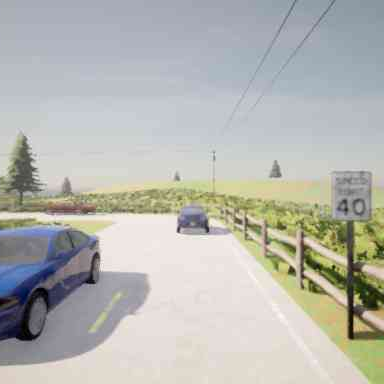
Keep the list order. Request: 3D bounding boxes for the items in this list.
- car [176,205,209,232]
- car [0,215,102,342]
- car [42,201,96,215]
[{"bbox_3d":[0.050,1.506,19.697,1.812,1.442,4.674,0,0,0],"label":"car"},{"bbox_3d":[-3.286,1.472,6.732,1.882,1.535,5.008,0,0,0],"label":"car"},{"bbox_3d":[-11.920,1.572,32.192,4.718,1.301,1.895,0,0,5],"label":"car"}]
